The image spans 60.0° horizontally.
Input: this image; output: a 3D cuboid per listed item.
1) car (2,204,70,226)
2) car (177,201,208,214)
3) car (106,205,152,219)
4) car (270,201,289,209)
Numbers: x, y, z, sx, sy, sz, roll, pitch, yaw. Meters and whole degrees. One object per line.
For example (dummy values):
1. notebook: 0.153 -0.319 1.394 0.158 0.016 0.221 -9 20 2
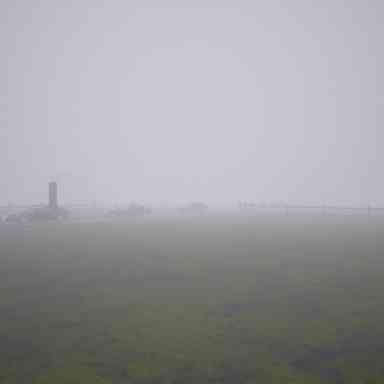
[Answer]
1. car: -11.851 1.718 25.615 2.128 1.511 4.902 -1 -1 35
2. car: 0.111 1.961 42.525 1.882 1.535 5.008 -1 -1 35
3. car: -6.297 1.947 33.472 1.895 1.301 4.718 -1 -1 35
4. car: 15.676 2.260 59.465 2.033 1.411 5.357 -1 -1 36
